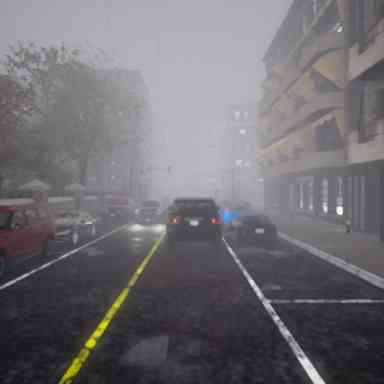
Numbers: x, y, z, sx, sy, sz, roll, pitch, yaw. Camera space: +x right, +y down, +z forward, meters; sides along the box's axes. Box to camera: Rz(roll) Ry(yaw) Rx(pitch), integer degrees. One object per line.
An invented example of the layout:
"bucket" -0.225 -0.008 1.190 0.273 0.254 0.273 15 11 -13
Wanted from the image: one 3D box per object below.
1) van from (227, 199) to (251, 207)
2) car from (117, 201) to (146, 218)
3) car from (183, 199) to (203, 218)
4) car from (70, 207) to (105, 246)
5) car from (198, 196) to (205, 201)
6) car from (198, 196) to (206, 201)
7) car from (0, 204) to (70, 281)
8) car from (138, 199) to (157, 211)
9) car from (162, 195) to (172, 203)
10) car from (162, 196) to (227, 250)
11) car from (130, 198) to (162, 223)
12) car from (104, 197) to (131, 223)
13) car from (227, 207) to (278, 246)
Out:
"van" 2.682 1.375 20.826 1.690 1.788 3.998 0 0 0
"car" -5.699 1.619 31.893 1.947 1.339 4.313 0 0 0
"car" 0.091 1.531 32.388 1.882 1.535 5.008 0 0 0
"car" -5.696 1.575 15.287 2.008 1.369 4.403 0 0 0
"car" 2.667 1.712 92.286 1.887 1.381 4.507 0 0 0
"car" 2.668 1.707 86.648 2.008 1.369 4.403 0 0 0
"car" -5.696 1.331 9.753 2.192 1.841 5.009 0 0 0
"car" -5.702 1.655 42.963 1.802 1.307 4.206 0 0 0
"car" -5.710 1.574 75.374 1.967 1.590 4.097 0 0 0
"car" 0.092 1.242 14.626 2.150 2.045 5.566 0 -1 0
"car" -3.104 1.394 25.555 2.097 1.767 4.553 0 0 0
"car" -5.700 1.358 26.358 2.192 1.841 5.009 0 0 0
"car" 2.684 1.590 15.290 1.947 1.339 4.313 0 0 0
